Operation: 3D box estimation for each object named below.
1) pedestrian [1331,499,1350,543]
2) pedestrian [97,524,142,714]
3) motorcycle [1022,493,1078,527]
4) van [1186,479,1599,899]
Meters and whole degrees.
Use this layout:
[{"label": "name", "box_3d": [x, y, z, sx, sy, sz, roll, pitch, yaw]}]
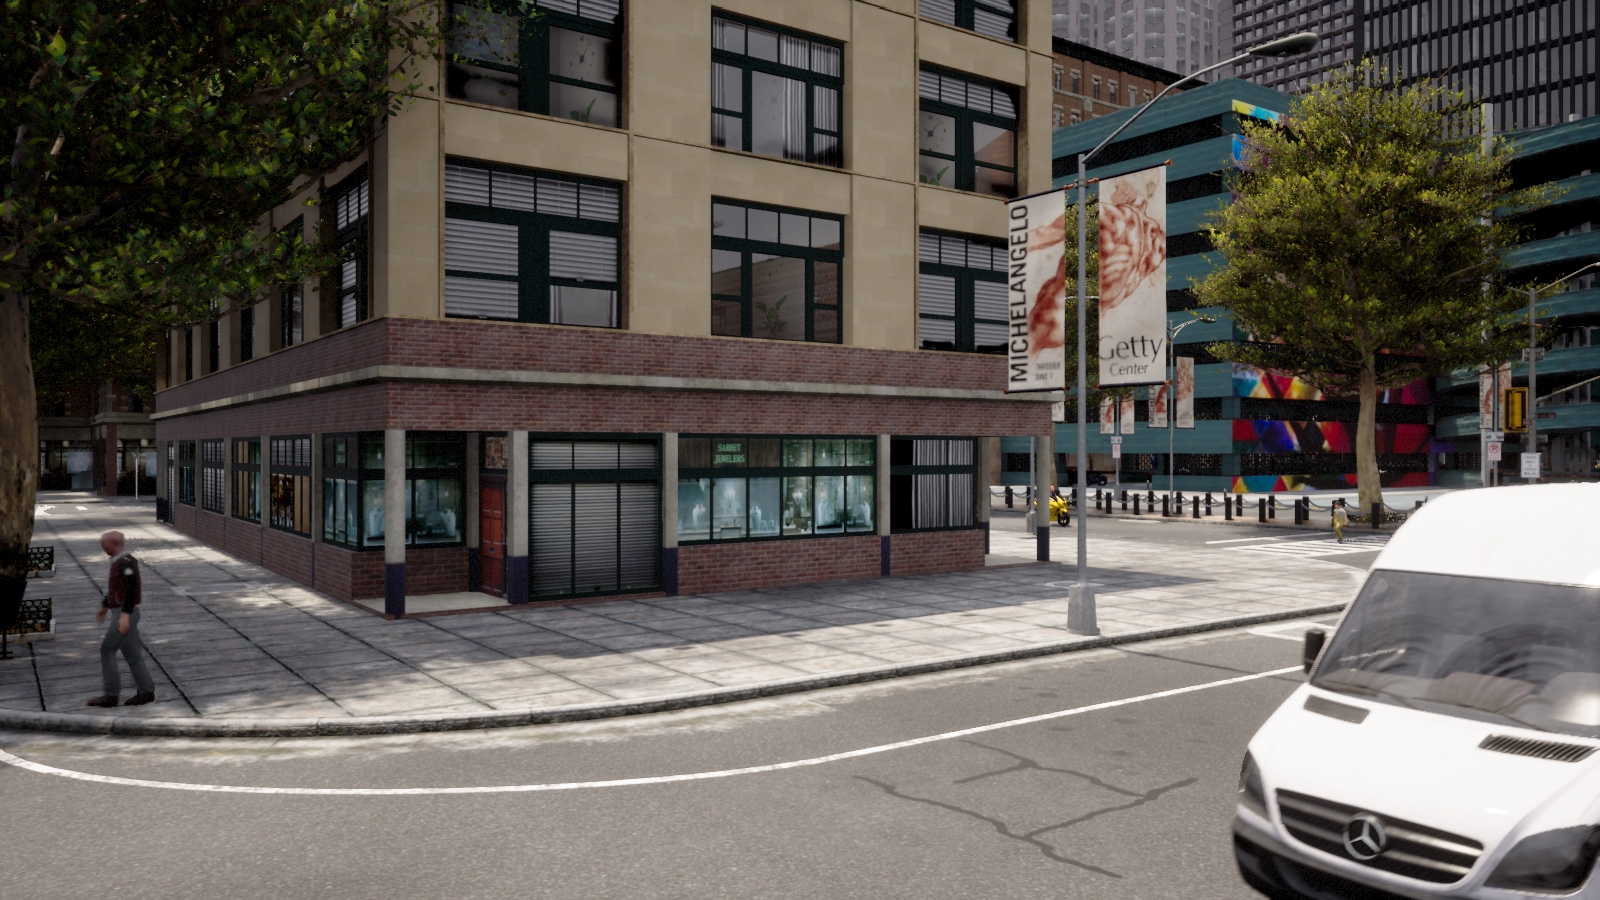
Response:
[{"label": "pedestrian", "box_3d": [16.271, 2.126, 34.379, 0.375, 1.300, 0.375, 0, 0, -24]}, {"label": "pedestrian", "box_3d": [-6.929, 1.696, 11.634, 0.375, 1.860, 0.375, 0, 0, -34]}, {"label": "motorcycle", "box_3d": [9.188, 2.211, 42.115, 0.803, 1.145, 2.033, 0, 0, -33]}, {"label": "van", "box_3d": [5.208, 1.534, 7.446, 5.915, 2.561, 1.988, 0, 0, -35]}]
